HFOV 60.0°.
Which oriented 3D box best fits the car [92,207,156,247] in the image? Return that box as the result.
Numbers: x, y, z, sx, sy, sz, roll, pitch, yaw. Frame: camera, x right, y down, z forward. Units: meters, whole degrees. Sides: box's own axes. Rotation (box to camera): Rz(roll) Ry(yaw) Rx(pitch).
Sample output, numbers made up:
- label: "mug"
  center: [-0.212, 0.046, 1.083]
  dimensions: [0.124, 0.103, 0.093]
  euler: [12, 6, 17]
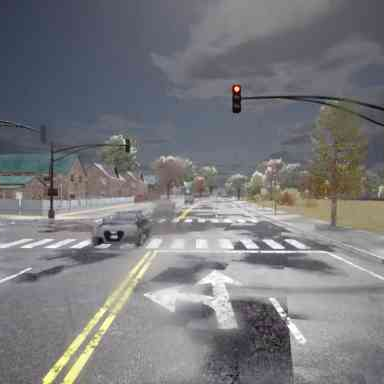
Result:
- label: "car"
  center: [-3.030, 1.578, 15.064]
  dimensions: [1.994, 1.385, 4.181]
  euler: [0, 0, 1]

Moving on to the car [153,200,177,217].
- label: "car"
  center: [-2.509, 1.597, 31.726]
  dimensions: [1.837, 1.490, 4.892]
  euler: [0, 0, 2]

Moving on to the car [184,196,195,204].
- label: "car"
  center: [-0.518, 1.634, 65.549]
  dimensions: [1.837, 1.490, 4.892]
  euler: [0, 0, 4]
